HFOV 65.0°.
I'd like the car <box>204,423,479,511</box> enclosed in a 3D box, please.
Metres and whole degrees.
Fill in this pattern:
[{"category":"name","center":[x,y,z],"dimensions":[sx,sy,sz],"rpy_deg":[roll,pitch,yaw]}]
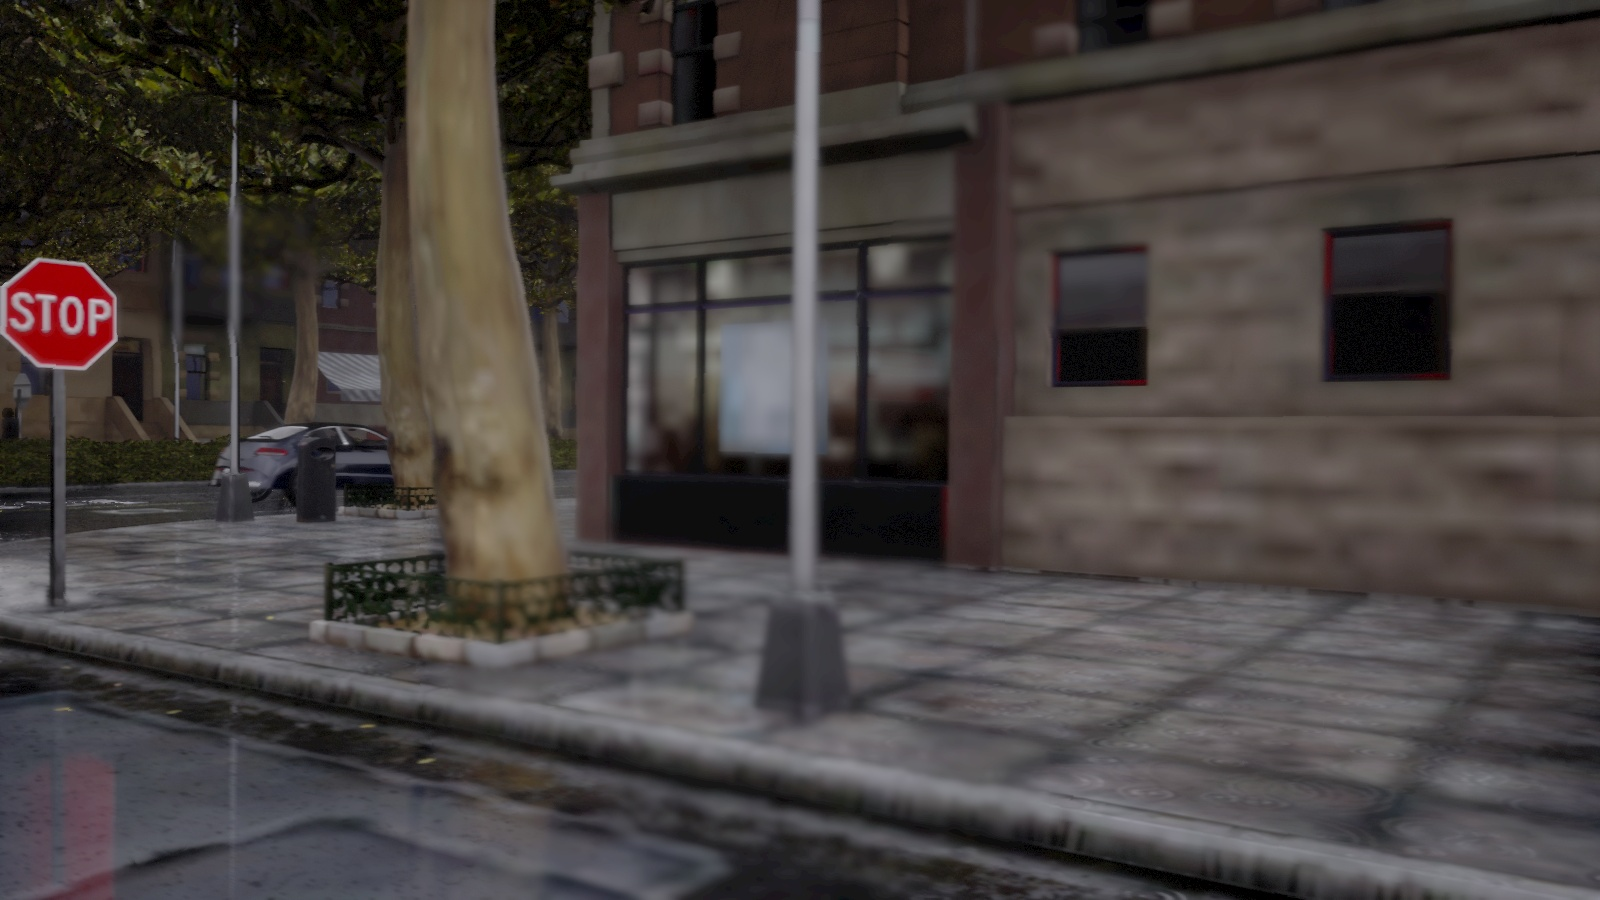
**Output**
[{"category":"car","center":[-9.344,0.274,26.032],"dimensions":[2.152,1.651,5.027],"rpy_deg":[0,1,34]}]

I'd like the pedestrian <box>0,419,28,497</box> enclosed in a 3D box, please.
[{"category":"pedestrian","center":[-19.737,0.192,31.361],"dimensions":[0.402,1.930,0.666],"rpy_deg":[0,1,36]}]
